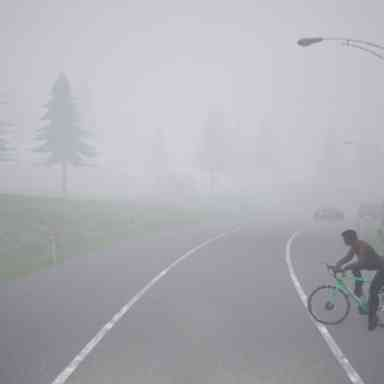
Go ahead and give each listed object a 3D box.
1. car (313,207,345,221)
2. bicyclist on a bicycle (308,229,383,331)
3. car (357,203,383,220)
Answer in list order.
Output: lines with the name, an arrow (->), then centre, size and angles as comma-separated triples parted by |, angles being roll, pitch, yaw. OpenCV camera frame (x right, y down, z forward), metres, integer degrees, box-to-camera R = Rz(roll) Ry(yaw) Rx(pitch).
car -> 14.148, 2.213, 34.252 | 1.994, 1.385, 4.181 | 3, -1, 43
bicyclist on a bicycle -> 2.787, 1.455, 5.536 | 1.656, 1.620, 0.582 | 0, 0, 8
car -> 23.278, 2.484, 42.210 | 5.566, 2.045, 2.150 | 4, 0, -35
